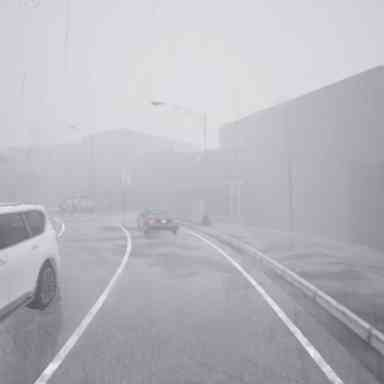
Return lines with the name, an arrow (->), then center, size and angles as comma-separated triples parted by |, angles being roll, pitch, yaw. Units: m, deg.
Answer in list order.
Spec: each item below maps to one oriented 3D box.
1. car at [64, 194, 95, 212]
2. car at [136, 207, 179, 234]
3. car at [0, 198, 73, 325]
car -> -13.348, 1.212, 38.529 | 2.150, 2.045, 5.566 | 2, -1, -44
car -> -2.124, 1.567, 19.463 | 2.033, 1.411, 5.357 | 0, 0, -16
car -> -3.772, 1.226, 4.851 | 2.150, 2.045, 5.566 | 0, 0, -2
